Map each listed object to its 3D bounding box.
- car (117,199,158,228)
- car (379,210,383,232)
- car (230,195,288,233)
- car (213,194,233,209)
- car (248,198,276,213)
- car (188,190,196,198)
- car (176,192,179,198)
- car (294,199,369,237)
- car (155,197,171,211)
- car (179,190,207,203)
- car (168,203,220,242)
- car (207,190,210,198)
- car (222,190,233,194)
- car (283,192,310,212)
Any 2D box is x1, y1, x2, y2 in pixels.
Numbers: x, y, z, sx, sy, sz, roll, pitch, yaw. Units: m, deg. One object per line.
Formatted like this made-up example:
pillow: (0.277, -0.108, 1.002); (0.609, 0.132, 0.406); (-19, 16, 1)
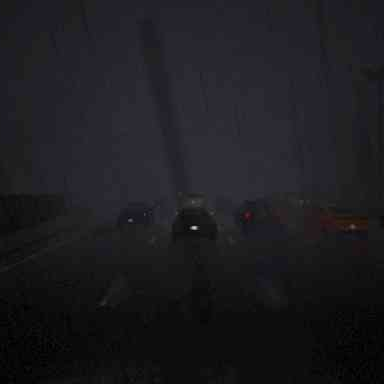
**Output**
car: (-3.415, 1.382, 20.778); (1.812, 1.442, 4.674); (0, 0, 0)
car: (10.599, 1.121, 14.520); (2.150, 2.045, 5.566); (0, 0, 0)
car: (3.600, 1.221, 18.868); (2.097, 1.767, 4.553); (0, 0, 0)
car: (3.586, 1.272, 36.731); (1.812, 1.442, 4.674); (0, 0, 0)
car: (7.101, 1.365, 34.123); (1.895, 1.301, 4.718); (0, 0, 0)
car: (-0.001, 0.563, 95.054); (2.150, 2.045, 5.566); (0, 0, 0)
car: (-3.501, 0.863, 95.026); (2.128, 1.511, 4.902); (0, 0, 0)
car: (7.100, 1.359, 17.161); (1.882, 1.535, 5.008); (0, 0, 0)
car: (-3.414, 1.272, 36.705); (1.812, 1.442, 4.674); (0, 0, 0)
car: (0.100, 0.981, 34.817); (2.150, 2.045, 5.566); (0, 0, 0)
car: (0.099, 1.454, 15.869); (1.994, 1.385, 4.181); (0, 0, 0)
car: (3.499, 0.815, 95.026); (1.882, 1.535, 5.008); (0, 0, 0)
car: (10.499, 0.563, 95.054); (2.150, 2.045, 5.566); (0, 0, 0)
car: (10.600, 0.981, 34.835); (2.150, 2.045, 5.566); (0, 0, 0)
